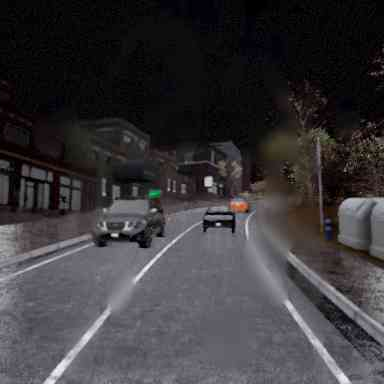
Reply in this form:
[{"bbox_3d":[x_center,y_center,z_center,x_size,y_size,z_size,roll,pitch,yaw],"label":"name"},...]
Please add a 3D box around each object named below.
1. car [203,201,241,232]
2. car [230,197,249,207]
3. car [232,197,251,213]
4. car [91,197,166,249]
[{"bbox_3d":[1.764,1.528,20.327,2.128,1.511,4.902,-1,0,8],"label":"car"},{"bbox_3d":[8.089,1.688,56.287,1.994,1.385,4.181,-2,-1,23],"label":"car"},{"bbox_3d":[5.479,1.392,37.738,2.097,1.767,4.553,-1,0,15],"label":"car"},{"bbox_3d":[-2.635,1.281,15.268,2.150,2.045,5.566,-1,0,6],"label":"car"}]
